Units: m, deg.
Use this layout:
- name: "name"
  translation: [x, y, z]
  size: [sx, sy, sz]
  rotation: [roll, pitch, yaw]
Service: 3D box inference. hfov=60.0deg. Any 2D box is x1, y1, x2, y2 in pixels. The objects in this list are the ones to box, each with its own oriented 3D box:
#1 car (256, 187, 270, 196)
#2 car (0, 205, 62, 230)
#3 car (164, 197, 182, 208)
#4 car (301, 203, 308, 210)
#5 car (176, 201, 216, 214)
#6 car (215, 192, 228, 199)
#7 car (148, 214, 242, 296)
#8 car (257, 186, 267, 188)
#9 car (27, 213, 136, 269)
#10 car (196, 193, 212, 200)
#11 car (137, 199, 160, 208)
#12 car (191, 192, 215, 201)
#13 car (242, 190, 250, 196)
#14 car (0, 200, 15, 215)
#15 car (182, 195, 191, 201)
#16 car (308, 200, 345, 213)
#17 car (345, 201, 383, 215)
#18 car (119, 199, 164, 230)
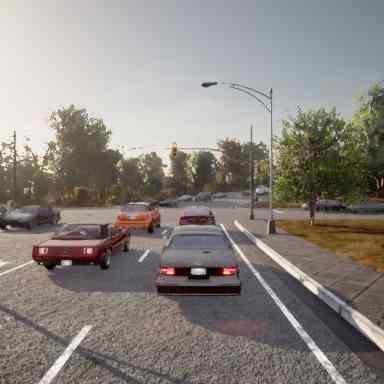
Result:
- name: "car"
  translation: [17.865, 0.264, 83.797]
  size: [1.895, 1.301, 4.718]
  rotation: [0, 3, 33]
- name: "car"
  translation: [-10.279, 1.597, 21.457]
  size: [2.033, 1.411, 5.357]
  rotation: [0, 0, 2]
- name: "car"
  translation: [-3.440, 1.740, 49.549]
  size: [1.895, 1.301, 4.718]
  rotation: [0, 0, 13]
- name: "car"
  translation: [16.053, 1.661, 41.261]
  size: [4.718, 1.301, 1.895]
  rotation: [-1, 0, 4]
- name: "car"
  translation: [0.330, 1.518, 18.550]
  size: [1.882, 1.535, 5.008]
  rotation: [0, 0, 2]
- name: "car"
  translation: [6.779, 0.828, 78.370]
  size: [2.033, 1.411, 5.357]
  rotation: [0, 3, 26]
- name: "car"
  translation: [0.143, 1.558, 8.803]
  size: [2.033, 1.411, 5.357]
  rotation: [0, 0, 0]
- name: "car"
  translation: [20.017, -0.763, 93.200]
  size: [2.150, 2.045, 5.566]
  rotation: [0, 3, 38]
- name: "car"
  translation: [-3.336, 1.618, 11.141]
  size: [1.895, 1.301, 4.718]
  rotation: [0, 0, 1]
- name: "car"
  translation: [2.882, 0.983, 78.419]
  size: [1.895, 1.301, 4.718]
  rotation: [0, 3, 26]
- name: "car"
  translation: [-6.674, 1.744, 51.859]
  size: [1.895, 1.301, 4.718]
  rotation: [0, 0, 16]
- name: "car"
  translation: [2.347, 1.026, 68.554]
  size: [2.150, 2.045, 5.566]
  rotation: [0, 2, 21]
- name: "car"
  translation: [14.325, 0.261, 84.722]
  size: [2.128, 1.511, 4.902]
  rotation: [0, 3, 33]
- name: "car"
  translation: [-22.426, 1.745, 36.396]
  size: [4.902, 1.511, 2.128]
  rotation: [-1, 0, 2]
- name: "car"
  translation: [-1.283, 1.367, 68.923]
  size: [1.812, 1.442, 4.674]
  rotation: [0, 2, 21]
- name: "car"
  translation: [16.122, 1.646, 37.750]
  size: [4.718, 1.301, 1.895]
  rotation: [-1, 0, 4]
- name: "car"
  translation: [18.435, 1.558, 33.928]
  size: [4.181, 1.385, 1.994]
  rotation: [-1, 0, 4]
- name: "car"
  translation: [-3.139, 1.397, 20.119]
  size: [2.097, 1.767, 4.553]
  rotation: [0, 0, 2]
